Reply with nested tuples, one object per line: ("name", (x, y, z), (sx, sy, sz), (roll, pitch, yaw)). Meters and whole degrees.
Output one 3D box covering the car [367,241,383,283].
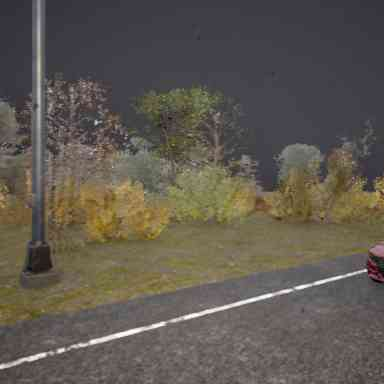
("car", (6.430, 1.468, 8.475), (5.008, 1.535, 1.882), (0, 0, -35))
